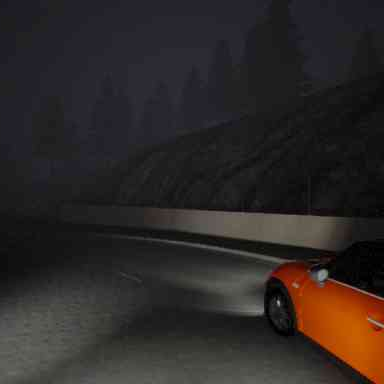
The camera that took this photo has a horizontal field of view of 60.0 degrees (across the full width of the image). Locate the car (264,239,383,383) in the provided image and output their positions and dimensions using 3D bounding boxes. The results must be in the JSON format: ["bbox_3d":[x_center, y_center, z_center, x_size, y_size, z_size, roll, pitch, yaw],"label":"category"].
[{"bbox_3d":[2.666,1.348,4.047,2.097,1.767,4.553,0,0,-14],"label":"car"}]
